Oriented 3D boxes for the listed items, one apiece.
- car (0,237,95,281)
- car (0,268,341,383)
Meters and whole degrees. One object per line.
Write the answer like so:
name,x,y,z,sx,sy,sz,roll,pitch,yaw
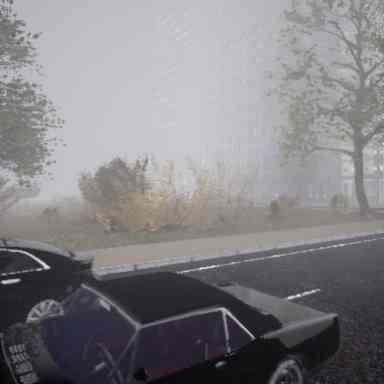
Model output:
car,-3.846,1.505,4.933,4.892,1.490,1.837,0,0,-35
car,-0.701,1.601,3.185,4.718,1.301,1.895,0,0,-36
